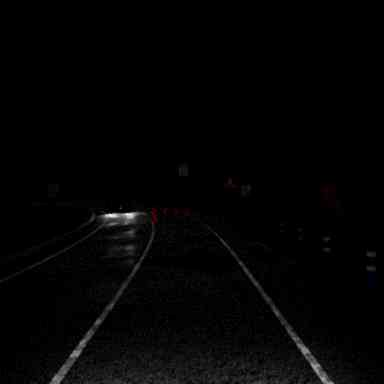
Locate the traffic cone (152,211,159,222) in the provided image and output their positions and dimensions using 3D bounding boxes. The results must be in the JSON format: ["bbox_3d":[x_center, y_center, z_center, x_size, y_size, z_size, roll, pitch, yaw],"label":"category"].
[{"bbox_3d":[-2.513,1.789,23.269,0.340,0.580,0.340,-1,1,-8],"label":"traffic cone"}]

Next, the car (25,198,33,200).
[{"bbox_3d":[-32.817,1.523,64.401,4.718,1.301,1.895,-2,4,33],"label":"car"}]

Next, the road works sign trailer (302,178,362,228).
[{"bbox_3d":[7.895,0.684,18.370,2.880,2.380,3.560,-18,1,1],"label":"road works sign trailer"}]

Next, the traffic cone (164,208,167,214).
[{"bbox_3d":[-2.373,1.639,29.339,0.340,0.580,0.340,-1,1,-7],"label":"traffic cone"}]

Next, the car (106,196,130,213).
[{"bbox_3d":[-7.451,1.231,33.040,1.837,1.490,4.892,-2,1,-21],"label":"car"}]
